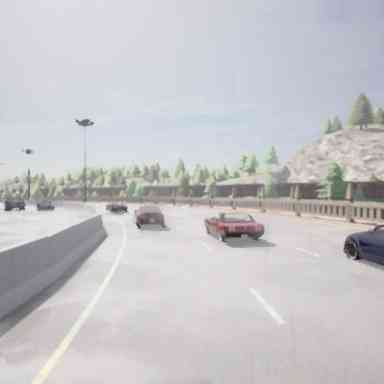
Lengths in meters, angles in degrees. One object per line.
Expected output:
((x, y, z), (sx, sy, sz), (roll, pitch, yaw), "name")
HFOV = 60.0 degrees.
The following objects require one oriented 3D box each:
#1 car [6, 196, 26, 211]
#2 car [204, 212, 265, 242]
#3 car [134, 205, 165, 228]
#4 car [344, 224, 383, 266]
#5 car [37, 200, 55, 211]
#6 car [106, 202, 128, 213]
((-25.341, 1.625, 47.711), (2.150, 2.045, 5.566), (0, 0, -33), "car")
((1.920, 1.655, 16.739), (1.895, 1.301, 4.718), (0, 0, -10), "car")
((-3.009, 1.635, 23.017), (1.812, 1.442, 4.674), (0, 0, -13), "car")
((6.361, 1.568, 9.850), (1.994, 1.385, 4.181), (0, 0, -5), "car")
((-20.337, 1.848, 46.246), (1.837, 1.490, 4.892), (0, 0, -31), "car")
((-9.332, 1.823, 40.831), (1.895, 1.301, 4.718), (0, 0, -25), "car")
